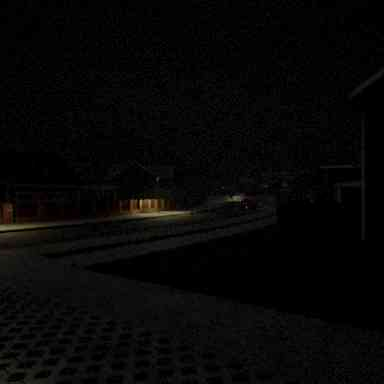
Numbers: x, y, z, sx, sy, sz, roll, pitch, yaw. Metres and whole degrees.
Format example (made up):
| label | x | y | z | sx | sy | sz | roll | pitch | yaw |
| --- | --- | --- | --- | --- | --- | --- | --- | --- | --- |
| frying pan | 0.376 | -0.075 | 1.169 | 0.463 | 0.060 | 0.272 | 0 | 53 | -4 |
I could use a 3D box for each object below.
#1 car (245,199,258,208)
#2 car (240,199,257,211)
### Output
| label | x | y | z | sx | sy | sz | roll | pitch | yaw |
| --- | --- | --- | --- | --- | --- | --- | --- | --- | --- |
| car | 9.734 | 1.812 | 55.022 | 1.895 | 1.301 | 4.718 | 0 | 0 | 8 |
| car | 7.604 | 1.681 | 44.847 | 1.837 | 1.490 | 4.892 | 0 | 0 | 15 |
